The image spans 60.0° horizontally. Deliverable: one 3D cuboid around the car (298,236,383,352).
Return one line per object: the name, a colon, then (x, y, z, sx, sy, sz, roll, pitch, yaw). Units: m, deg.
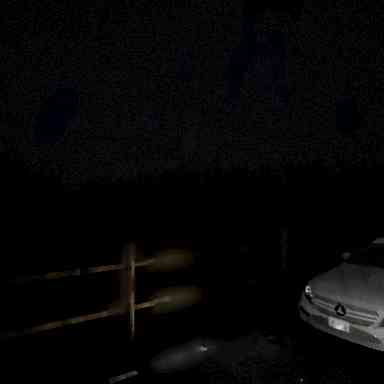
car: (3.878, 1.528, 5.854, 4.674, 1.442, 1.812, 0, 0, -36)
